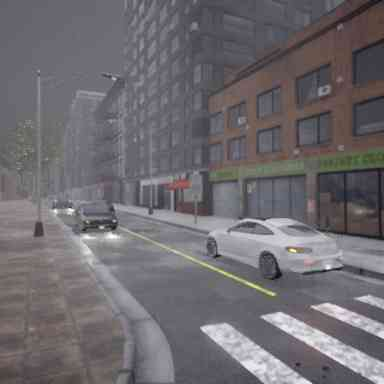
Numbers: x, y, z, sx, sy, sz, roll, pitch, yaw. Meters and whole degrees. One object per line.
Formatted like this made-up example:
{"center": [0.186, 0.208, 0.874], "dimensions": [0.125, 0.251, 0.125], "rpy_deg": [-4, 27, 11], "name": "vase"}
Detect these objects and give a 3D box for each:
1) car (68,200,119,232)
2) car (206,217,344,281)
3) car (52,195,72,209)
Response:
{"center": [-5.715, 1.392, 19.273], "dimensions": [2.033, 1.411, 5.357], "rpy_deg": [0, 0, -26], "name": "car"}
{"center": [2.124, 1.449, 9.698], "dimensions": [1.812, 1.442, 4.674], "rpy_deg": [0, 0, -26], "name": "car"}
{"center": [-16.220, 1.143, 41.484], "dimensions": [2.097, 1.767, 4.553], "rpy_deg": [0, 0, -25], "name": "car"}
